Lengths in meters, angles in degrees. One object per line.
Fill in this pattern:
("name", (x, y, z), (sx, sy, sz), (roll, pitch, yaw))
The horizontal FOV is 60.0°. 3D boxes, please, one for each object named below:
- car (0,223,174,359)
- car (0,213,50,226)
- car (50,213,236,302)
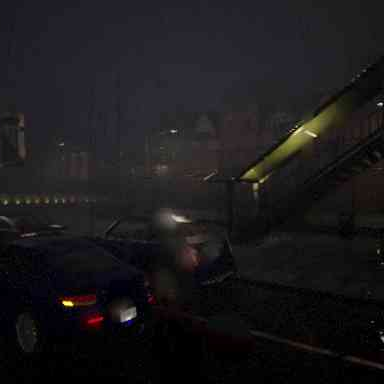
("car", (-2.756, 1.538, 5.959), (4.674, 1.442, 1.812), (0, 0, 36))
("car", (-6.554, 1.506, 12.116), (5.008, 1.535, 2.097), (0, 0, 35))
("car", (-1.245, 1.367, 8.495), (4.553, 1.767, 2.185), (0, 0, 35))
